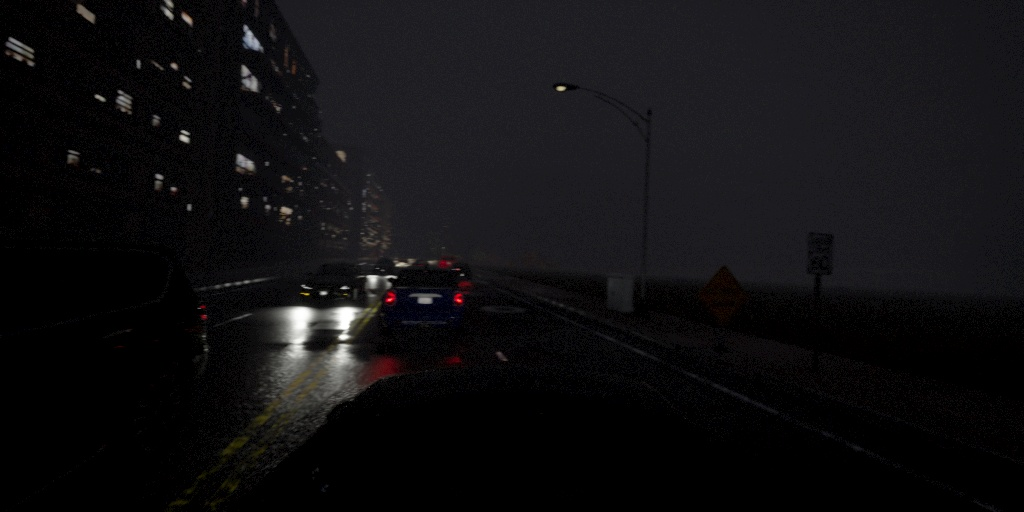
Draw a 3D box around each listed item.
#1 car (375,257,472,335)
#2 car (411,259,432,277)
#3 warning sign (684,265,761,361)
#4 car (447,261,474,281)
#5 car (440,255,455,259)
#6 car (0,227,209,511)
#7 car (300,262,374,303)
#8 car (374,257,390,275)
[{"bbox_3d":[-2.566,1.060,10.504,2.097,1.767,4.553,3,-1,-14],"label":"car"},{"bbox_3d":[-9.085,1.103,36.043,1.882,1.535,5.008,3,0,-14],"label":"car"},{"bbox_3d":[4.352,1.112,7.490,1.300,1.860,1.060,0,0,-14],"label":"warning sign"},{"bbox_3d":[-4.633,1.295,31.587,1.837,1.490,4.892,3,-1,-14],"label":"car"},{"bbox_3d":[-8.428,0.964,46.586,2.150,2.045,5.566,3,0,-14],"label":"car"},{"bbox_3d":[-3.841,0.796,1.554,2.150,2.045,5.566,3,-1,-14],"label":"car"},{"bbox_3d":[-7.315,1.034,15.179,1.837,1.490,4.892,3,0,-14],"label":"car"},{"bbox_3d":[-12.035,1.016,34.121,1.837,1.490,4.892,3,0,-14],"label":"car"}]
